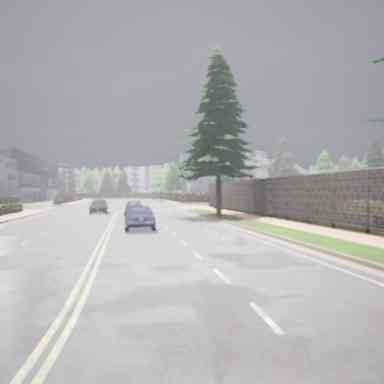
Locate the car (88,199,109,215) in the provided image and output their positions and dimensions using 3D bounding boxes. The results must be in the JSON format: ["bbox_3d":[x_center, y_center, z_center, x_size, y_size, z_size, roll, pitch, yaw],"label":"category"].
[{"bbox_3d":[-9.903,1.575,35.620,1.837,1.490,4.892,0,-1,-11],"label":"car"}]

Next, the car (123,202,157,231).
[{"bbox_3d":[-3.269,1.566,20.785,2.033,1.411,5.357,0,0,-11],"label":"car"}]
